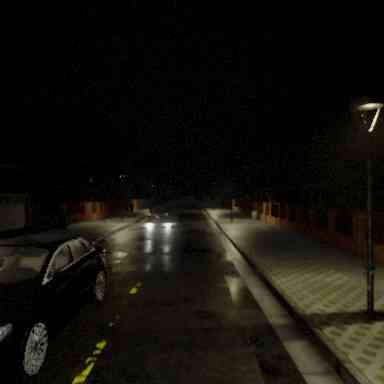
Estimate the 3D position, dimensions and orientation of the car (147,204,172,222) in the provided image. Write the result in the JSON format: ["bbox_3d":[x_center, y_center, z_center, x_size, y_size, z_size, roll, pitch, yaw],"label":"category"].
[{"bbox_3d":[-2.759,1.813,29.323,1.812,1.442,4.674,0,-1,1],"label":"car"}]

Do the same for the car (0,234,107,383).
[{"bbox_3d":[-2.831,1.552,5.626,2.128,1.511,4.902,0,-1,0],"label":"car"}]
